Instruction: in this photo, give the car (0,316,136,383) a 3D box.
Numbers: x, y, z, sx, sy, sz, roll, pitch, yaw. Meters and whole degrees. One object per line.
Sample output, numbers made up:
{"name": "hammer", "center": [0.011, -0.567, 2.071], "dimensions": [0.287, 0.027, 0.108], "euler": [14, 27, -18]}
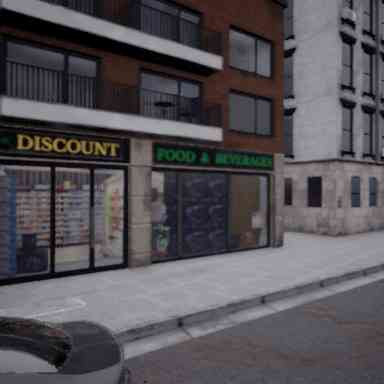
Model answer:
{"name": "car", "center": [-2.497, 1.525, 1.594], "dimensions": [4.674, 1.442, 1.812], "euler": [0, 0, -35]}
